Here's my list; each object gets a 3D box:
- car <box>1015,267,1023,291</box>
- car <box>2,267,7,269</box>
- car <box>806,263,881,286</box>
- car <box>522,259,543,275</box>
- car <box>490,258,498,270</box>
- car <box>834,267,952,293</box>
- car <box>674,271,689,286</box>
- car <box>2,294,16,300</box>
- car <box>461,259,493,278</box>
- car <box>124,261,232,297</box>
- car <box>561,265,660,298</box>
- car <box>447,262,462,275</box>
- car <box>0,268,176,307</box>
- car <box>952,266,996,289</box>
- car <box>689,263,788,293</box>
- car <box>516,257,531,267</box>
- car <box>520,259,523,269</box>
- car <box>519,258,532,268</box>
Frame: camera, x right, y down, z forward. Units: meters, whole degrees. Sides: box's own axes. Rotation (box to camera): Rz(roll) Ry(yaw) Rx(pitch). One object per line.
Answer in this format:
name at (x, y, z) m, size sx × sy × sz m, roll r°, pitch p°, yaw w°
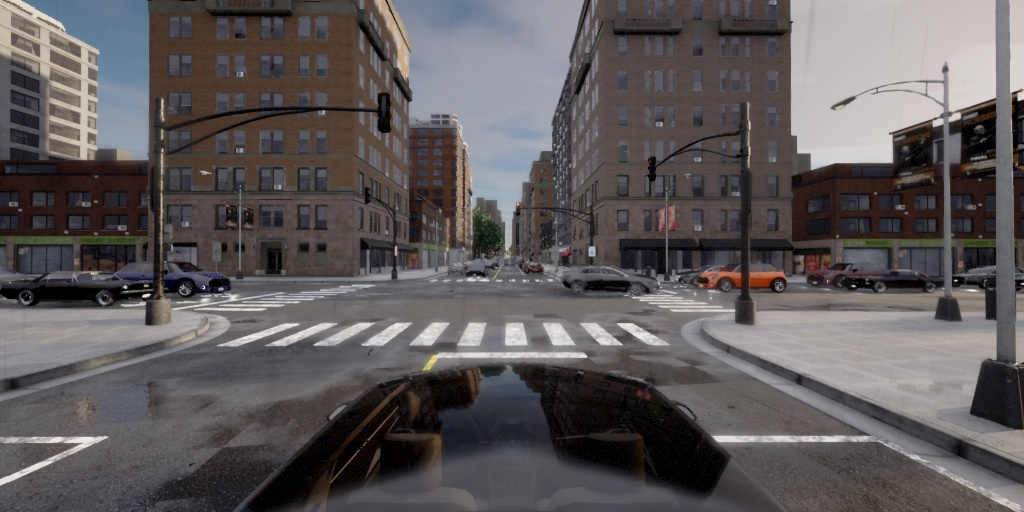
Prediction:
car at (32.316, 1.477, 21.271) m, size 4.181 × 1.385 × 1.994 m, roll 0°, pitch 0°, yaw -1°
car at (-25.920, 1.182, 17.367) m, size 5.357 × 1.411 × 2.033 m, roll 0°, pitch 0°, yaw -1°
car at (22.885, 1.249, 24.453) m, size 4.553 × 1.767 × 2.097 m, roll 0°, pitch 0°, yaw -1°
car at (2.461, 1.324, 39.907) m, size 1.888 × 1.381 × 4.507 m, roll 0°, pitch 0°, yaw -1°
car at (-3.442, 1.311, 52.528) m, size 1.837 × 1.490 × 4.892 m, roll 0°, pitch -1°, yaw -1°
car at (22.377, 1.469, 21.199) m, size 4.718 × 1.301 × 1.895 m, roll 0°, pitch 0°, yaw -1°
car at (13.691, 1.347, 24.398) m, size 4.902 × 1.511 × 2.128 m, roll 0°, pitch 0°, yaw 0°
car at (-5.855, 1.190, 1.453) m, size 1.967 × 1.591 × 4.097 m, roll 0°, pitch 0°, yaw 0°
car at (-3.299, 1.320, 35.098) m, size 2.033 × 1.411 × 5.357 m, roll 0°, pitch 0°, yaw 1°
car at (-16.447, 1.024, 17.470) m, size 4.553 × 1.767 × 2.097 m, roll 0°, pitch 0°, yaw -1°
car at (5.002, 1.245, 18.555) m, size 4.902 × 1.511 × 2.128 m, roll 1°, pitch 0°, yaw 24°
car at (-6.064, 1.329, 39.814) m, size 2.007 × 1.370 × 4.403 m, roll 0°, pitch 0°, yaw -1°
car at (-16.666, 1.246, 14.185) m, size 4.718 × 1.301 × 1.895 m, roll 0°, pitch 0°, yaw 0°
car at (32.769, 1.446, 24.524) m, size 4.892 × 1.490 × 1.837 m, roll 0°, pitch 0°, yaw 0°
car at (13.391, 1.180, 21.130) m, size 4.553 × 1.767 × 2.097 m, roll 0°, pitch 0°, yaw 0°
car at (2.273, 1.128, 56.427) m, size 2.192 × 1.841 × 5.009 m, roll 0°, pitch 0°, yaw -1°
car at (2.399, 1.354, 45.414) m, size 1.948 × 1.339 × 4.313 m, roll 0°, pitch 0°, yaw -1°
car at (2.334, 1.325, 51.091) m, size 1.751 × 1.417 × 4.829 m, roll 0°, pitch 0°, yaw -1°
